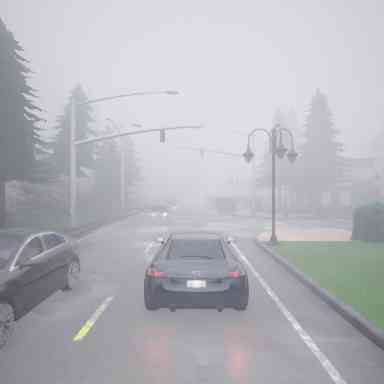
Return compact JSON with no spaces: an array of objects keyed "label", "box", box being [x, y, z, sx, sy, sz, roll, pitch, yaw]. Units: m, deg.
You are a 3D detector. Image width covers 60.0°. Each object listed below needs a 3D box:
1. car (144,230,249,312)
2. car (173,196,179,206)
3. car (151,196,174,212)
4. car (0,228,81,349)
[{"label":"car","box":[0.086,1.564,7.782,1.994,1.385,4.181,0,0,0]},{"label":"car","box":[-3.531,1.478,53.109,1.882,1.535,5.008,0,0,0]},{"label":"car","box":[-3.556,1.547,38.492,2.033,1.411,5.357,0,0,0]},{"label":"car","box":[-3.594,1.491,6.183,2.128,1.511,4.902,0,0,0]}]
